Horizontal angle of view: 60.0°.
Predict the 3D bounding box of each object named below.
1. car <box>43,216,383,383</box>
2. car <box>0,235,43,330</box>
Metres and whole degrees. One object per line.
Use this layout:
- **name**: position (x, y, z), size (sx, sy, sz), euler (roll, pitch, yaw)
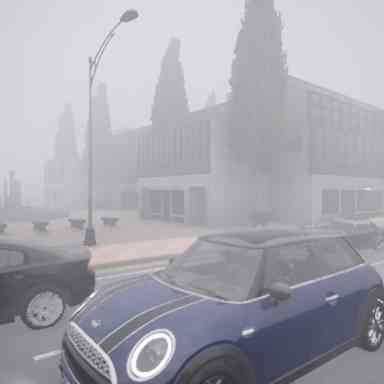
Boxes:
- **car**: position (0.685, 1.352, 4.528), size (4.553, 1.767, 2.097), euler (0, 0, -37)
- **car**: position (-4.099, 1.478, 5.306), size (5.008, 1.535, 1.882), euler (0, 0, -37)
